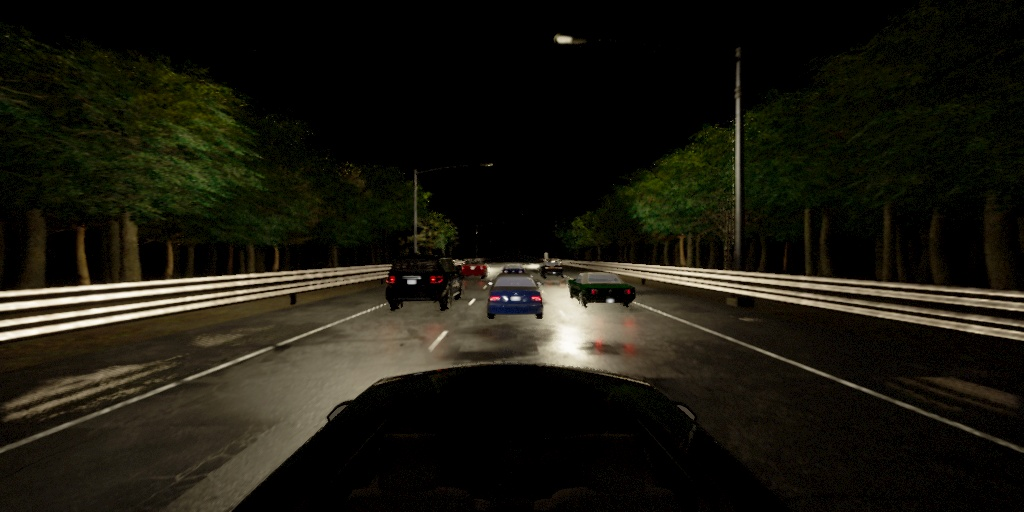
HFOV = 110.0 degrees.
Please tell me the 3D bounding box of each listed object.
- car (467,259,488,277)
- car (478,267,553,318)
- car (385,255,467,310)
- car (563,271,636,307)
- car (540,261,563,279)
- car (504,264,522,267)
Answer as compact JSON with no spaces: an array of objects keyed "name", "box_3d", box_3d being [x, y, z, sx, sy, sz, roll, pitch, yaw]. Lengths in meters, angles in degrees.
[{"name":"car","box_3d":[-3.387,1.103,32.928,2.097,1.767,4.553,0,0,0]},{"name":"car","box_3d":[0.105,1.299,13.019,2.033,1.411,5.357,0,0,0]},{"name":"car","box_3d":[-3.394,0.974,14.818,2.150,2.045,5.566,0,0,0]},{"name":"car","box_3d":[3.605,1.352,15.358,1.895,1.301,4.718,0,0,0]},{"name":"car","box_3d":[3.612,1.242,33.162,2.128,1.511,4.902,0,0,0]},{"name":"car","box_3d":[0.111,1.352,31.946,1.895,1.301,4.718,0,0,0]}]
